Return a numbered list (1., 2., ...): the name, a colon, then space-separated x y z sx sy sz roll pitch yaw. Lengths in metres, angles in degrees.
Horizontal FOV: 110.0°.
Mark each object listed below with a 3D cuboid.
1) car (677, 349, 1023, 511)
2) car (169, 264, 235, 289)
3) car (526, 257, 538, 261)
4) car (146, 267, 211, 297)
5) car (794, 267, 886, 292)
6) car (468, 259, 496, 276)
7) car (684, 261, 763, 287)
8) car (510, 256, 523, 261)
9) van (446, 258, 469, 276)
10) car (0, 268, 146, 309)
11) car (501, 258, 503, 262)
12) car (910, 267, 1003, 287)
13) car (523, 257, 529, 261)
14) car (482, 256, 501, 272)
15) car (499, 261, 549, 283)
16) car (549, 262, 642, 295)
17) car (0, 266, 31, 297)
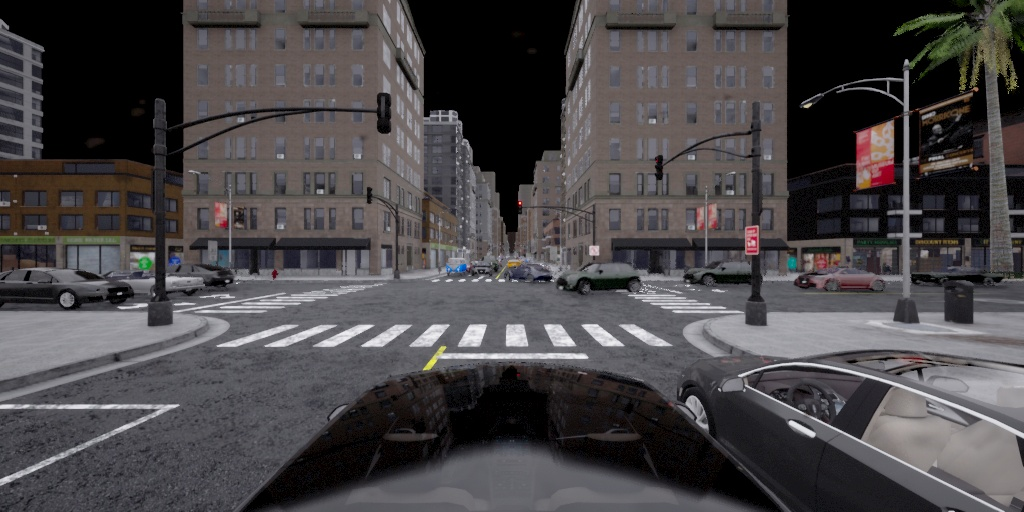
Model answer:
1. car: 2.669 1.300 2.293 2.007 1.370 4.403 0 0 0
2. car: -18.977 1.222 20.856 4.892 1.490 1.837 0 0 0
3. car: 2.822 1.191 36.943 1.967 1.591 4.097 0 0 0
4. car: -17.896 1.324 17.410 4.718 1.301 1.895 0 0 0
5. car: 19.140 1.341 21.048 4.181 1.385 1.994 0 0 0
6. car: -2.948 1.316 36.619 1.994 1.385 4.181 0 0 0
7. car: 14.166 1.117 24.273 4.553 1.767 2.097 0 0 0
8. car: 0.347 1.230 57.110 1.882 1.535 5.008 0 0 0
9. van: -5.704 1.092 36.981 1.690 1.789 3.998 0 0 0
10. car: -17.937 1.232 14.161 4.892 1.490 1.837 0 0 0
11. car: -2.852 1.353 55.718 1.895 1.301 4.718 0 0 0
12. car: 29.844 1.394 24.351 4.718 1.301 1.895 0 0 0
13. car: 2.876 1.192 48.281 1.967 1.591 4.097 0 0 0
14. car: -2.900 0.974 45.927 2.150 2.045 5.566 0 0 0
15. car: 1.238 1.314 28.211 1.994 1.385 4.181 -1 0 -39
16. car: 4.709 1.108 19.668 4.553 1.767 2.097 0 0 -18
17. car: -26.883 1.235 17.366 4.674 1.442 1.812 0 0 0
